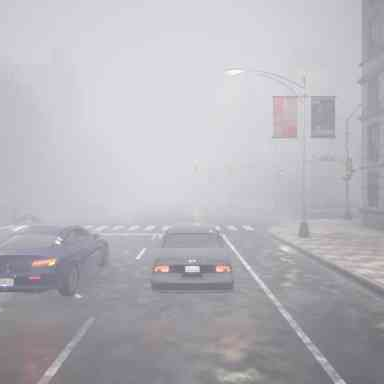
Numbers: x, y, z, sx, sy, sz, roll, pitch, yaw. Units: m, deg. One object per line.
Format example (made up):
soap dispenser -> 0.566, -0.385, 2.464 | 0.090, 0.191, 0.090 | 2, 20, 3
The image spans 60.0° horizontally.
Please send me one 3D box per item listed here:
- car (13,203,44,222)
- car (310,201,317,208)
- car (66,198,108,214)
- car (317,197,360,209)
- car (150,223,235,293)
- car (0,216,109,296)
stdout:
car -> -12.059, 1.547, 24.518 | 2.033, 1.411, 5.357 | 0, 0, -27
car -> 19.011, 1.505, 46.242 | 4.892, 1.490, 1.837 | 0, 0, 0
car -> -10.821, 1.564, 34.420 | 4.181, 1.385, 1.994 | 0, 0, 0
car -> 19.033, 1.526, 42.749 | 4.674, 1.442, 1.812 | 0, 0, 0
car -> 0.002, 1.547, 8.986 | 2.033, 1.411, 5.357 | 0, 0, 0
car -> -3.496, 1.526, 8.536 | 1.812, 1.442, 4.674 | 0, 0, 0
